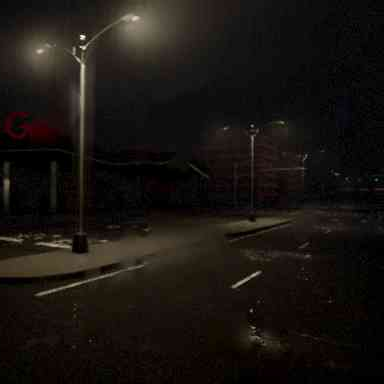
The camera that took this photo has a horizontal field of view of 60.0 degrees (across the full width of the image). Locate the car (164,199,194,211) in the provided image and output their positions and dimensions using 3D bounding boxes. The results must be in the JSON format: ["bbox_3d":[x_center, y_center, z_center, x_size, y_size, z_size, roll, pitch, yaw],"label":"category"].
[{"bbox_3d":[-1.584,1.913,49.410,2.242,1.667,4.611,0,-1,31],"label":"car"}]

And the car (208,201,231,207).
[{"bbox_3d":[5.898,2.554,72.460,4.718,1.301,1.895,0,-1,29],"label":"car"}]

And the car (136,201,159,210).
[{"bbox_3d":[-6.934,2.066,51.639,1.970,1.475,3.806,0,-1,31],"label":"car"}]
